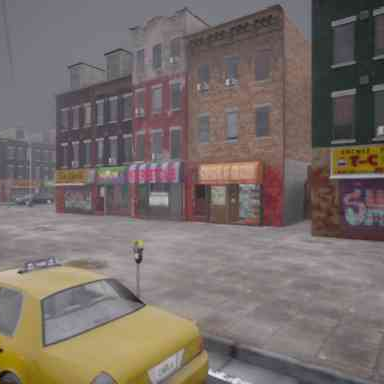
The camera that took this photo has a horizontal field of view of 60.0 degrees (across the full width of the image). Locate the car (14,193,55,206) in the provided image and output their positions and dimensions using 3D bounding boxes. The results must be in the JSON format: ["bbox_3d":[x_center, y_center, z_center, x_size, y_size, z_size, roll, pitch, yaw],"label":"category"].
[{"bbox_3d":[-20.071,0.933,42.495,1.837,1.490,4.892,0,2,35],"label":"car"}]

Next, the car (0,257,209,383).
[{"bbox_3d":[-2.109,1.530,4.302,4.829,1.417,1.752,0,0,35],"label":"car"}]
